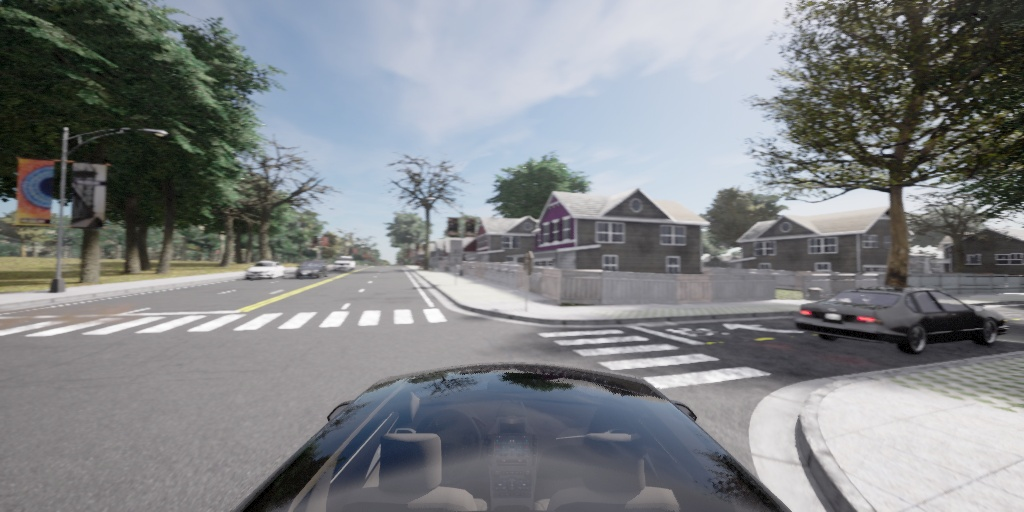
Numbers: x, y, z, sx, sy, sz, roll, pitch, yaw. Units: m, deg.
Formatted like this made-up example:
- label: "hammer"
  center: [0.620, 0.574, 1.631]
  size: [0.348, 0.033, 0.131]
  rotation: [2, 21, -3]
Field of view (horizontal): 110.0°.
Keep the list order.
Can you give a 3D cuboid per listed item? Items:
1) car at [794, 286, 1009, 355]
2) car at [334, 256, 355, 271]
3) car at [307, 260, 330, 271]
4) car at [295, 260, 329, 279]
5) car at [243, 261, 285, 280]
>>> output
- label: "car"
  center: [9.731, 1.478, 9.006]
  size: [5.357, 1.411, 2.033]
  rotation: [1, -2, -18]
- label: "car"
  center: [-23.323, 1.086, 50.059]
  size: [2.150, 2.045, 5.566]
  rotation: [1, -1, -18]
- label: "car"
  center: [-26.425, 1.269, 49.076]
  size: [1.837, 1.490, 4.892]
  rotation: [1, -1, -18]
- label: "car"
  center: [-17.207, 1.180, 30.942]
  size: [2.128, 1.511, 4.902]
  rotation: [1, 0, -18]
- label: "car"
  center: [-20.143, 1.158, 29.455]
  size: [1.812, 1.442, 4.674]
  rotation: [1, 0, -18]
